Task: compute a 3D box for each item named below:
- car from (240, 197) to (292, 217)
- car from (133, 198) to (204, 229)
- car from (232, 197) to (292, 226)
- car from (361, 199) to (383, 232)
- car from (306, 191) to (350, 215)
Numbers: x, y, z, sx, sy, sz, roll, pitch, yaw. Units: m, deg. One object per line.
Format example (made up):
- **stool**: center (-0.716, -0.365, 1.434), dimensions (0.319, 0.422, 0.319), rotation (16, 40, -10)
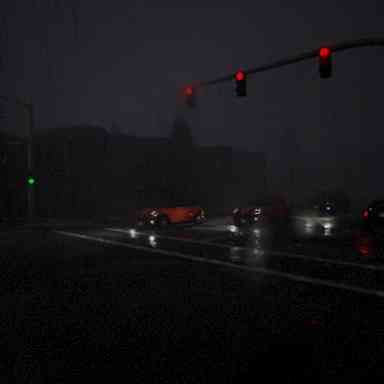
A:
- **car**: center (6.434, 1.204, 28.617), dimensions (2.128, 1.511, 4.902), rotation (0, 1, 43)
- **car**: center (-1.368, 1.179, 20.323), dimensions (2.097, 1.767, 4.553), rotation (0, 1, 43)
- **car**: center (4.582, 1.136, 21.545), dimensions (2.097, 1.767, 4.553), rotation (0, 1, 43)
- **car**: center (10.722, 1.135, 17.655), dimensions (2.097, 1.767, 4.553), rotation (0, 1, 44)
- **car**: center (12.230, 0.895, 29.646), dimensions (2.150, 2.045, 5.566), rotation (0, 0, 44)
